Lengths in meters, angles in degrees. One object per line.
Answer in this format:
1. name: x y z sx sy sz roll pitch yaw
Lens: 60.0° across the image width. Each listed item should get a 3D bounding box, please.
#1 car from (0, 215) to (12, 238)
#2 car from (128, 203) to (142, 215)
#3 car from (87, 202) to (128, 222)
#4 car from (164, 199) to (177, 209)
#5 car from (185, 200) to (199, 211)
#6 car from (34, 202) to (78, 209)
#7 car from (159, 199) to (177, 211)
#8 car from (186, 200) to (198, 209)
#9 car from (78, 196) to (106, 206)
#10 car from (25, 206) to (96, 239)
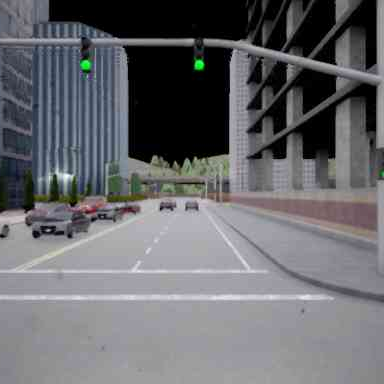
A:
1. car: -10.605 1.666 16.107 1.812 1.442 4.674 0 0 0
2. car: -7.099 1.895 38.375 1.895 1.301 4.718 0 0 0
3. car: -7.110 1.789 28.335 1.994 1.385 4.181 0 0 0
4. car: -3.521 1.938 55.313 1.812 1.442 4.674 0 0 0
5. car: -0.018 1.842 46.239 2.128 1.511 4.902 0 0 0
6. car: -10.609 1.554 25.042 2.097 1.767 4.553 0 0 0
7. car: -3.518 1.854 46.239 1.837 1.490 4.892 0 0 0
8. car: -0.022 2.014 55.343 1.895 1.301 4.718 0 0 0
9. car: -10.610 1.495 35.458 2.150 2.045 5.566 0 0 0
10. car: -7.107 1.721 18.427 1.994 1.385 4.181 0 0 0
